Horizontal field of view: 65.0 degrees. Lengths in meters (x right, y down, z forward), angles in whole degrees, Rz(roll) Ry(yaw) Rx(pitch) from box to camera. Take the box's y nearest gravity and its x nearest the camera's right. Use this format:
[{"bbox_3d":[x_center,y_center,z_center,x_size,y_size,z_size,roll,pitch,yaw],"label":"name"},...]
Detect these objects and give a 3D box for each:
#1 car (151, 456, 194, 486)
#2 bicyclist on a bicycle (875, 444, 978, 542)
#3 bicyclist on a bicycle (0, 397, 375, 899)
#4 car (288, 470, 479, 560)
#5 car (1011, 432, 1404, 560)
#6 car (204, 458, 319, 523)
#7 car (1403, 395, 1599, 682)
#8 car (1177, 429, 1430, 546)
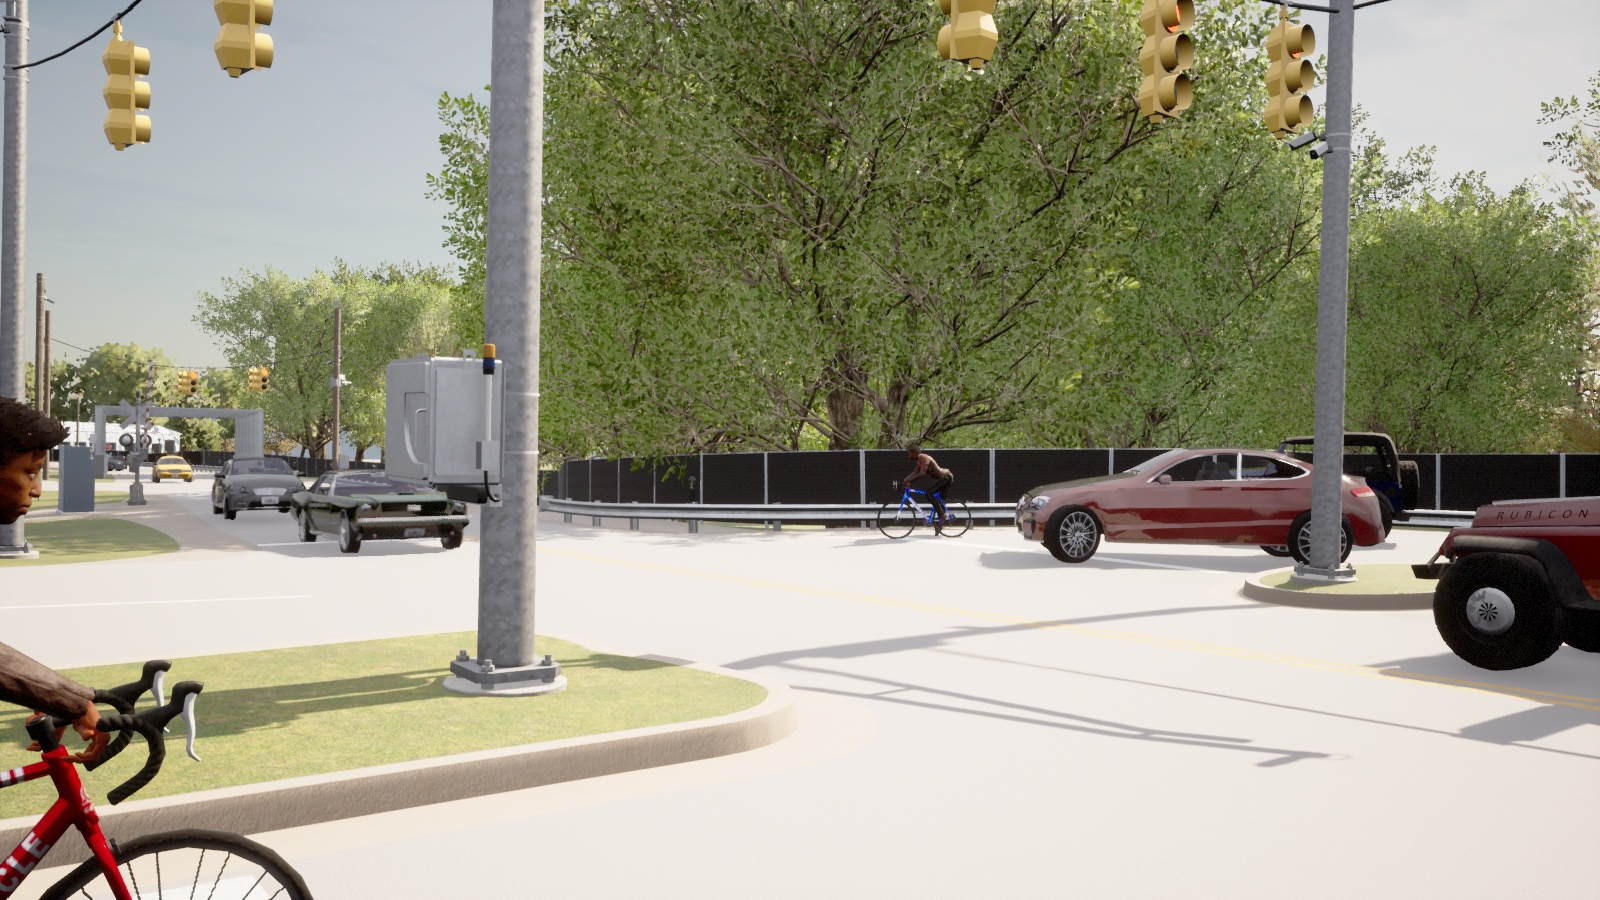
[{"bbox_3d":[-34.663,1.134,69.319,1.801,1.575,5.366,0,0,-30],"label":"car"},{"bbox_3d":[2.176,0.723,21.665,1.656,1.620,0.582,-1,1,-3],"label":"bicyclist on a bicycle"},{"bbox_3d":[-1.752,0.713,2.437,1.656,1.620,0.582,0,0,-36],"label":"bicyclist on a bicycle"},{"bbox_3d":[-7.188,1.014,21.340,1.895,1.301,4.718,0,0,-34],"label":"car"},{"bbox_3d":[5.658,0.594,18.098,5.027,1.651,2.152,1,1,6],"label":"car"},{"bbox_3d":[-13.777,0.966,31.951,2.128,1.511,4.902,0,0,-30],"label":"car"},{"bbox_3d":[6.358,0.580,8.264,1.905,1.878,3.866,1,-1,-35],"label":"car"},{"bbox_3d":[8.581,0.580,21.696,3.866,1.878,1.905,1,1,19],"label":"car"}]
